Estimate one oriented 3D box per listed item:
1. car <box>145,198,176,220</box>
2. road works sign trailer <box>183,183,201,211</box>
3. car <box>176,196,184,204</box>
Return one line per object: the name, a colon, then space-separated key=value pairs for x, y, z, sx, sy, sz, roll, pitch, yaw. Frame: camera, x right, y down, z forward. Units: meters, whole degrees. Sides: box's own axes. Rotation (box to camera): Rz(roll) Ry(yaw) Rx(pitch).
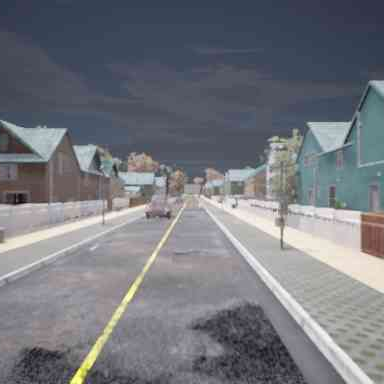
car: x=-2.843 y=1.459 z=29.531 sx=2.097 sy=1.767 sz=4.553 roll=0 pitch=0 yaw=0
road works sign trailer: x=0.004 y=0.619 z=44.386 sx=2.380 sy=3.560 sz=2.880 roll=0 pitch=0 yaw=0
car: x=-2.745 y=1.717 z=70.920 sx=1.837 sy=1.490 sz=4.892 roll=0 pitch=0 yaw=0
